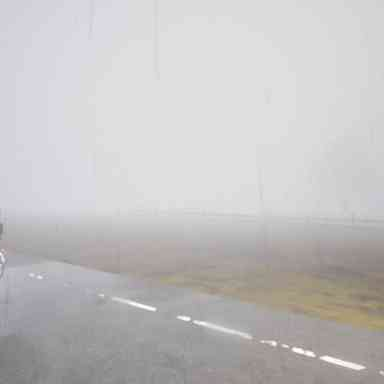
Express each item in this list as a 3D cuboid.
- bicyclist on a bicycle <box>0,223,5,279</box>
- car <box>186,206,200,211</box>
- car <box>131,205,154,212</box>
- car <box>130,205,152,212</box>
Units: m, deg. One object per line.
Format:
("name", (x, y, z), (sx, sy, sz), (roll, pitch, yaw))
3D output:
("bicyclist on a bicycle", (-5.650, 1.463, 9.274), (1.843, 1.776, 0.659), (0, -1, 37))
("car", (0.287, 4.211, 85.318), (1.994, 1.385, 4.181), (-2, -3, 37))
("car", (-10.190, 3.541, 71.345), (1.837, 1.490, 4.892), (-2, -3, 37))
("car", (-11.382, 3.656, 74.339), (1.837, 1.490, 4.892), (-2, -3, 37))
